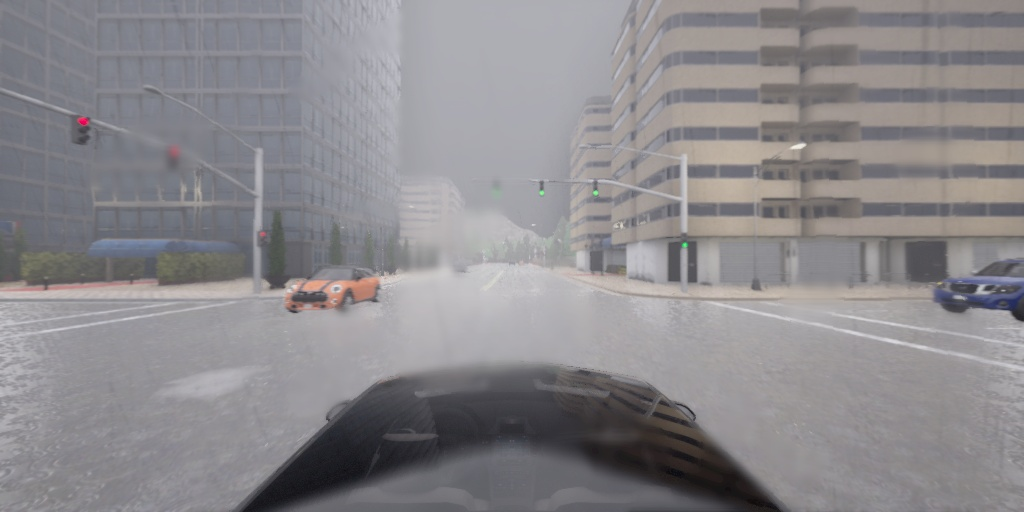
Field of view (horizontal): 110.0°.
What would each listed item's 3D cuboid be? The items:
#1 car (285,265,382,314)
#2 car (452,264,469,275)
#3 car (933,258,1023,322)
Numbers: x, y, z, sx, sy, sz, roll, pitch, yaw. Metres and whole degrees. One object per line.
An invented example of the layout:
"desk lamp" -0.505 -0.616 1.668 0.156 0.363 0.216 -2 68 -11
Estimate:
"car" -7.001 1.188 14.574 2.097 1.767 4.553 0 -1 0
"car" -7.005 1.847 49.467 1.837 1.490 4.892 0 1 0
"car" 18.074 1.089 12.295 5.566 2.045 2.150 0 -1 -1
